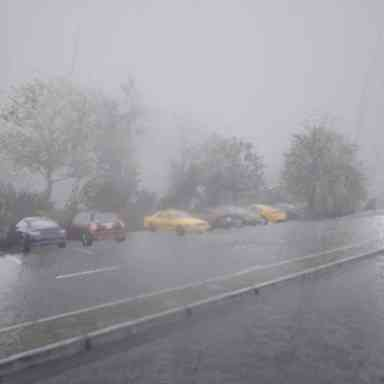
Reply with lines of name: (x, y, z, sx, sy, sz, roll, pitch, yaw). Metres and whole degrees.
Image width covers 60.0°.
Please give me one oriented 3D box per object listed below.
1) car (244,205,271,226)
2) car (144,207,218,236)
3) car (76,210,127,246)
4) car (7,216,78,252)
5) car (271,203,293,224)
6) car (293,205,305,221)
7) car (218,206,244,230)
car: (3.017, 1.805, 24.973, 2.231, 1.521, 4.892, -1, -1, -40)
car: (-1.082, 1.847, 21.284, 1.946, 1.575, 5.366, -1, -1, -40)
car: (-5.400, 1.766, 17.868, 2.185, 1.767, 4.553, 0, -1, -40)
car: (-7.530, 1.942, 16.112, 2.002, 1.452, 4.674, 0, -1, -40)
car: (5.134, 1.775, 26.733, 2.097, 1.535, 5.008, -1, -1, -40)
car: (7.245, 1.745, 28.503, 2.231, 1.521, 4.892, -1, -1, -40)
car: (0.896, 1.863, 23.222, 2.163, 1.488, 4.792, -1, -1, -40)
